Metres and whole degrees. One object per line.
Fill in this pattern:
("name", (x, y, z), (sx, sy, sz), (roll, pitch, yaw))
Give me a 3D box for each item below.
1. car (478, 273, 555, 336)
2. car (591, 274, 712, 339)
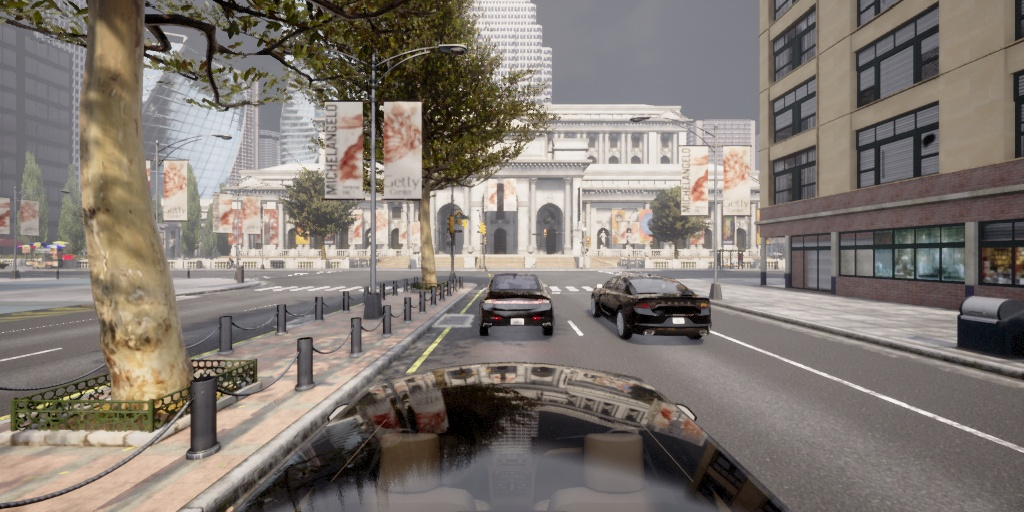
("car", (0.080, 1.242, 10.376), (2.128, 1.511, 4.902), (0, 0, -1))
("car", (3.565, 1.228, 10.109), (1.882, 1.535, 5.008), (0, 0, 0))
